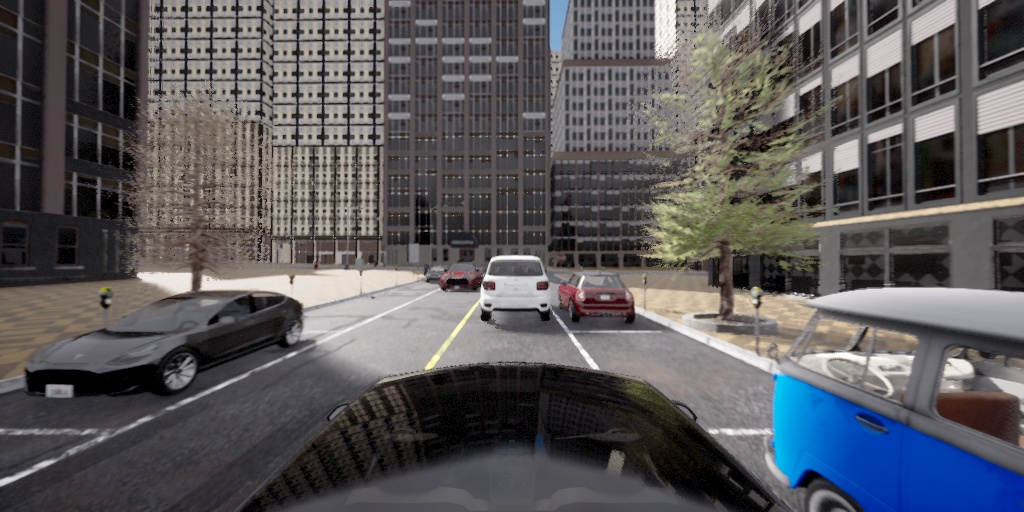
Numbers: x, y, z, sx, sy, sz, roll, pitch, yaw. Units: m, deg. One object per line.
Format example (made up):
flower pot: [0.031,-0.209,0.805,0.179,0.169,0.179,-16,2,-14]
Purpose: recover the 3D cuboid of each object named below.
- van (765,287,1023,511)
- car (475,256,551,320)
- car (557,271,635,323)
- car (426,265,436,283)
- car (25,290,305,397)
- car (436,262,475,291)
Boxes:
van: [2.693,1.089,1.036,1.690,1.789,3.998,0,0,0]
car: [0.111,1.015,12.892,2.150,2.045,5.566,0,0,0]
car: [2.692,1.229,12.319,1.967,1.591,4.097,0,0,0]
car: [-5.820,1.399,29.253,2.007,1.370,4.403,0,0,0]
car: [-5.689,1.334,6.684,1.948,1.339,4.313,0,0,0]
car: [-3.056,1.175,22.285,2.097,1.767,4.553,0,0,0]
